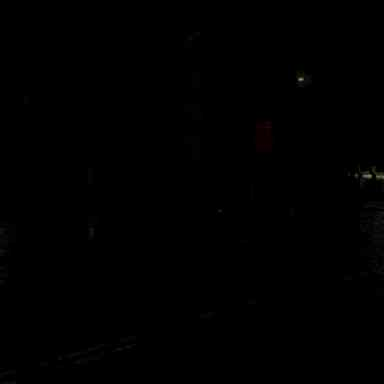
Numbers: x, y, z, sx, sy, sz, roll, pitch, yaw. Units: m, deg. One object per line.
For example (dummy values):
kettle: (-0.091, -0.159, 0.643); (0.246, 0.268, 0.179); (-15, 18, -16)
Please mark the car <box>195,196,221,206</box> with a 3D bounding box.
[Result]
car: (2.193, 1.295, 48.446); (1.812, 1.442, 4.674); (0, 0, -35)
